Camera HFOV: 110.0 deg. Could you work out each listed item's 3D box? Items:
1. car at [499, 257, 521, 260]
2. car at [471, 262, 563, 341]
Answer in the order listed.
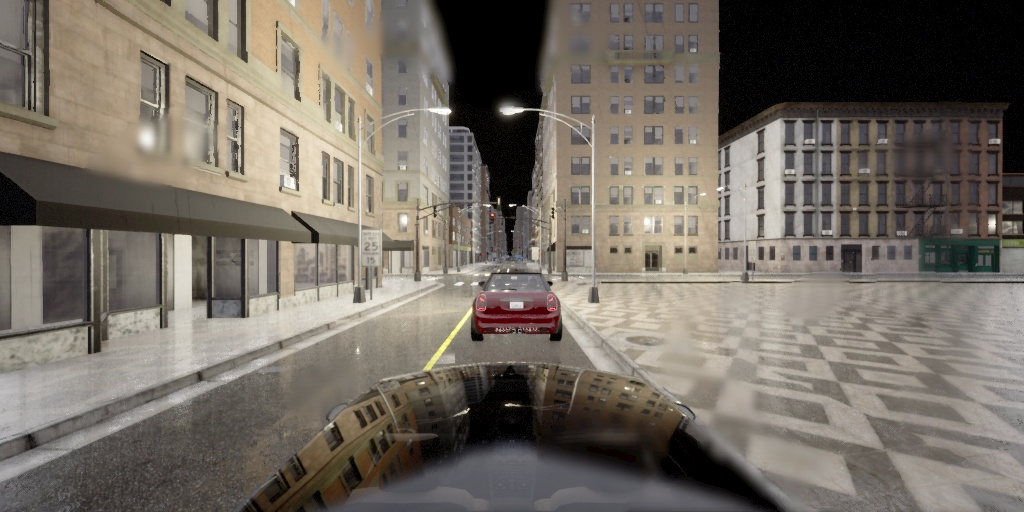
[{"bbox_3d":[0.056,1.101,19.832,2.097,1.767,4.553,0,0,-1],"label":"car"},{"bbox_3d":[0.105,1.101,10.015,2.097,1.767,4.553,0,0,0],"label":"car"}]
